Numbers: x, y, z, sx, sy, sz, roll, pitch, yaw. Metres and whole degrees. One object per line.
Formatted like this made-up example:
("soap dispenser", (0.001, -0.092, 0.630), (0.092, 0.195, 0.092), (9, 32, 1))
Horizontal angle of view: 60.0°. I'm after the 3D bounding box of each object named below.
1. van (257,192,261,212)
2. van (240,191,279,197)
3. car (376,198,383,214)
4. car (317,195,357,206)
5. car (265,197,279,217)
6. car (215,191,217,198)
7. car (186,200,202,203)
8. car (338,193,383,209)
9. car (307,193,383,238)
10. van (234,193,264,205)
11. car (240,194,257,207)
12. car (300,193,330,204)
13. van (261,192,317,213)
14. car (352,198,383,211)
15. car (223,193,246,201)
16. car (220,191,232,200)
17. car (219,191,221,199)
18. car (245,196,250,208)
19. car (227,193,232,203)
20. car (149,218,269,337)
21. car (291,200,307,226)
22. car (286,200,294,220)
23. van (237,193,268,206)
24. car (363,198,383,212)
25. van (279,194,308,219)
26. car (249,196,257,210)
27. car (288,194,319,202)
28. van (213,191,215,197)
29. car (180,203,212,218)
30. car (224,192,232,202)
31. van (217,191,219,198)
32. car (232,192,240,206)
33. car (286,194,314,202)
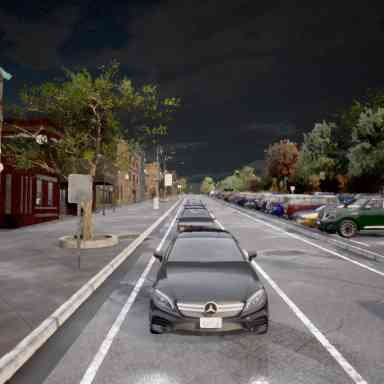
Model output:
("van", (9.278, 1.222, 33.896), (4.442, 1.987, 1.878), (0, 0, 0))
("van", (9.199, 1.163, 45.116), (4.442, 1.987, 1.878), (0, 0, 0))
("car", (22.420, 1.444, 34.694), (5.366, 1.575, 1.946), (0, 0, 0))
("car", (22.304, 1.332, 51.351), (5.366, 1.575, 1.946), (0, 1, 0))
("car", (9.196, 1.460, 28.287), (5.008, 1.535, 2.097), (0, 0, 0))
("car", (8.819, 1.065, 81.556), (5.008, 1.535, 2.097), (0, 1, 0))
("car", (0.220, 1.442, 29.914), (2.128, 1.511, 4.902), (0, 0, 0))
("car", (22.148, 1.153, 43.021), (5.566, 2.045, 2.435), (0, 0, 0))
("car", (9.252, 1.221, 17.073), (5.566, 2.045, 2.435), (0, 0, 0))
("van", (9.139, 1.089, 53.524), (4.442, 1.987, 1.878), (0, 1, 0))
("car", (9.108, 1.409, 42.310), (4.892, 1.521, 2.231), (0, 0, 0))
("car", (22.090, 1.136, 59.677), (4.553, 1.767, 2.185), (0, 1, 0))
("van", (9.064, 1.230, 31.093), (4.442, 1.987, 1.878), (0, 0, 0))
("car", (22.225, 1.452, 40.248), (4.792, 1.488, 2.163), (0, 0, 0))
("car", (8.872, 1.039, 70.342), (4.553, 1.767, 2.185), (0, 1, 0))
("car", (8.915, 0.963, 64.735), (5.566, 2.045, 2.435), (0, 1, 0))
("car", (8.895, 0.938, 67.538), (5.566, 2.045, 2.435), (0, 1, 0))
("car", (9.119, 1.466, 39.507), (4.674, 1.452, 2.002), (0, 0, 0))
("car", (8.996, 1.290, 56.328), (4.892, 1.521, 2.231), (0, 1, 0))
("car", (0.253, 1.524, 6.868), (1.812, 1.442, 4.674), (0, 0, 0))
("car", (9.075, 1.466, 19.876), (5.366, 1.575, 1.946), (0, 0, 0))
("car", (9.243, 1.506, 22.681), (4.674, 1.452, 2.002), (0, 0, 0))
("van", (9.159, 1.114, 50.721), (4.442, 1.987, 1.878), (0, 1, 0))
("car", (22.187, 1.469, 37.465), (4.792, 1.488, 2.163), (0, 0, 0))
("van", (9.338, 1.237, 25.484), (4.442, 1.987, 1.878), (0, 0, 0))
("car", (9.171, 1.470, 36.699), (4.792, 1.488, 2.163), (0, 0, 0))
("car", (21.834, 1.209, 65.227), (5.366, 1.575, 1.946), (0, 0, 0))
("van", (8.648, 0.764, 89.963), (4.442, 1.987, 1.878), (0, 1, 0))
("car", (0.194, 1.532, 17.447), (2.033, 1.411, 5.357), (0, 0, 0))
("car", (8.960, 1.279, 61.935), (4.674, 1.452, 2.002), (0, 1, 0))
("van", (8.727, 0.864, 78.750), (4.442, 1.987, 1.878), (0, 1, 0))
("car", (9.034, 1.113, 47.916), (5.566, 2.045, 2.435), (0, 1, 0))
("car", (22.006, 1.188, 68.005), (4.892, 1.521, 2.231), (0, 1, 0))
